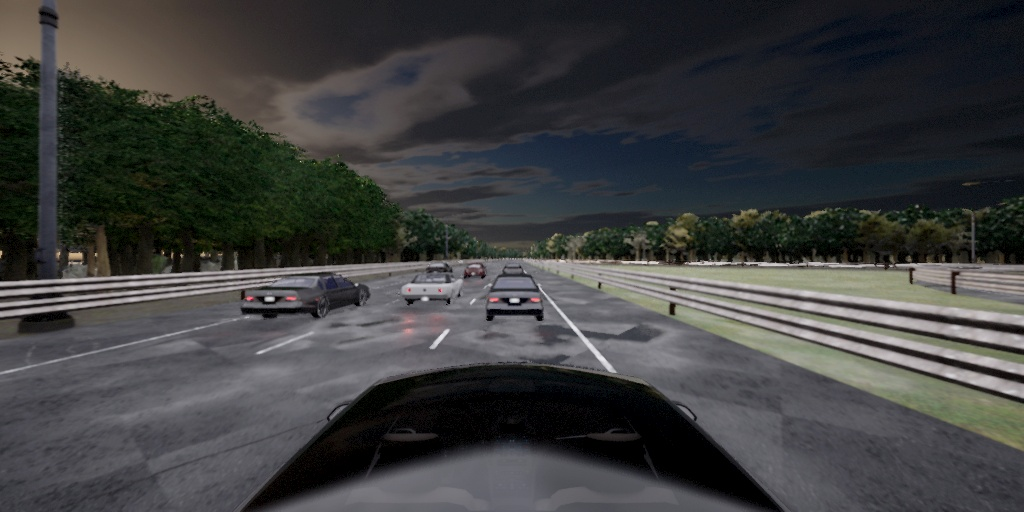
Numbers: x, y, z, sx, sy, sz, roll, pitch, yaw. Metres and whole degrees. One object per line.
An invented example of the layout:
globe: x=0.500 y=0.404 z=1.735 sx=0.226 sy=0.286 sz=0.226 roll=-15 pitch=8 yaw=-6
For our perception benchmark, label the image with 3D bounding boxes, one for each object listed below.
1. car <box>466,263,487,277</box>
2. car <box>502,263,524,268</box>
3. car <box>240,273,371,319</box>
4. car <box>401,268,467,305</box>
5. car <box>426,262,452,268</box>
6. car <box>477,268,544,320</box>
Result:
car: x=-3.408 y=1.379 z=33.892 sx=1.812 sy=1.442 sz=4.674 roll=0 pitch=0 yaw=0
car: x=0.092 y=1.341 z=32.855 sx=2.128 sy=1.511 sz=4.902 roll=0 pitch=0 yaw=0
car: x=-6.918 y=1.312 z=12.763 sx=2.033 sy=1.411 sz=5.357 roll=0 pitch=-1 yaw=0
car: x=-3.408 y=1.393 z=16.265 sx=1.895 sy=1.301 sz=4.718 roll=0 pitch=0 yaw=0
car: x=-6.908 y=1.335 z=34.438 sx=1.882 sy=1.535 sz=5.008 roll=0 pitch=0 yaw=0
car: x=0.088 y=1.329 z=12.768 sx=2.033 sy=1.411 sz=5.357 roll=0 pitch=0 yaw=0
